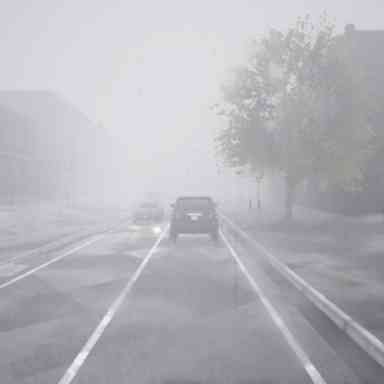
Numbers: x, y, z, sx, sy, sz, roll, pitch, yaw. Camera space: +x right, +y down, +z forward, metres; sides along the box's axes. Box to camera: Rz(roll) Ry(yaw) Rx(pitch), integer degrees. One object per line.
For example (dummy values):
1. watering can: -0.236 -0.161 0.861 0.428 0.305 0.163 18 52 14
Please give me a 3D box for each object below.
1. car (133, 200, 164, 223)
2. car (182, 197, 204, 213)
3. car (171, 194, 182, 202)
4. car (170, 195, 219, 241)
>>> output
1. car: -3.089 1.401 24.354 1.837 1.490 4.892 0 0 0
2. car: 0.113 1.301 34.820 2.128 1.511 4.902 0 0 0
3. car: -2.982 1.197 65.990 1.994 1.385 4.181 0 0 0
4. car: 0.107 1.171 16.671 2.150 2.045 5.566 0 0 0
